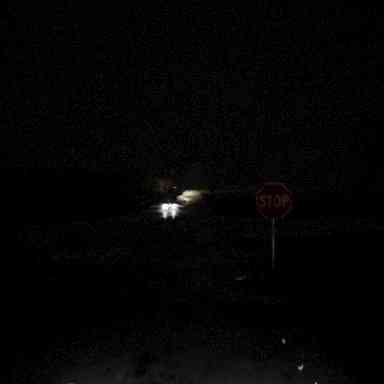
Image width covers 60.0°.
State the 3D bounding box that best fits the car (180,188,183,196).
[{"bbox_3d":[-2.748,-0.004,65.073,1.882,1.535,5.008,0,3,0],"label":"car"}]

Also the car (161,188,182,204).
[{"bbox_3d":[-2.750,0.703,42.160,2.128,1.511,4.902,0,2,0],"label":"car"}]
